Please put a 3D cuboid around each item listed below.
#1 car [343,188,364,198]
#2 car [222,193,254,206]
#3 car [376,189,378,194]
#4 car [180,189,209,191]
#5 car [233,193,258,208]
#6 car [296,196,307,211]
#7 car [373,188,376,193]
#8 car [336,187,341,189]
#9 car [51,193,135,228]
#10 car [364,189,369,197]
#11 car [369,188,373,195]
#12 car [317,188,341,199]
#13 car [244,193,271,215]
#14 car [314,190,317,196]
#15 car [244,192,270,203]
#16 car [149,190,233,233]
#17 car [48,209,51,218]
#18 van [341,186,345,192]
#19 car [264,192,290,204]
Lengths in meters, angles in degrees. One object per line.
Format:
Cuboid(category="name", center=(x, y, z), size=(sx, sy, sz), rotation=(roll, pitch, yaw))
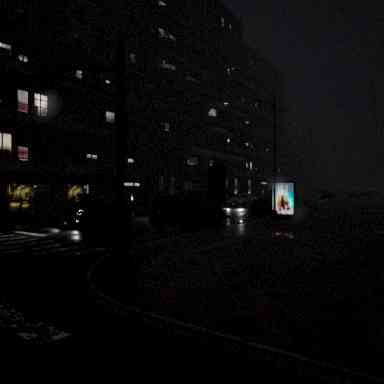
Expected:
Cuboid(category="car", center=(28.532, 0.309, 58.605), size=(1.887, 1.381, 4.507), rotation=(1, 2, 35))
Cuboid(category="car", center=(5.706, 0.829, 40.656), size=(2.008, 1.369, 4.403), rotation=(2, 2, 35))
Cuboid(category="car", center=(44.457, -0.220, 81.312), size=(2.008, 1.369, 4.403), rotation=(1, 2, 35))
Cuboid(category="car", center=(-0.103, 0.764, 27.880), size=(2.150, 2.045, 5.566), rotation=(0, 1, 36))
Cuboid(category="car", center=(5.546, 0.884, 35.919), size=(1.812, 1.442, 4.674), rotation=(0, 1, 35))
Cuboid(category="car", center=(9.419, 0.965, 31.357), size=(1.947, 1.339, 4.313), rotation=(1, 2, 35))
Cuboid(category="car", center=(38.087, -0.011, 72.230), size=(1.887, 1.381, 4.507), rotation=(1, 2, 35))
Cuboid(category="car", center=(34.368, -0.239, 81.517), size=(1.967, 1.590, 4.097), rotation=(2, 2, 35))
Cuboid(category="car", center=(-5.640, 1.075, 19.992), size=(2.097, 1.767, 4.553), rotation=(0, 1, 35))
Cuboid(category="car", center=(31.717, 0.098, 63.143), size=(1.967, 1.590, 4.097), rotation=(1, 2, 35))
Cuboid(category="car", center=(34.902, 0.096, 67.688), size=(1.887, 1.381, 4.507), rotation=(1, 2, 35))
Cuboid(category="car", center=(22.429, 0.492, 54.441), size=(1.895, 1.301, 4.718), rotation=(0, 1, 35))
Cuboid(category="car", center=(6.234, 1.069, 26.815), size=(1.947, 1.339, 4.313), rotation=(1, 2, 35))
Cuboid(category="car", center=(27.998, -0.024, 72.435), size=(1.967, 1.590, 4.097), rotation=(2, 2, 35))
Cuboid(category="car", center=(8.890, 0.754, 45.196), size=(1.802, 1.307, 4.206), rotation=(2, 2, 35))
Cuboid(category="car", center=(-0.135, 1.026, 17.726), size=(2.192, 1.841, 5.009), rotation=(1, 2, 35))
Cuboid(category="car", center=(-7.030, 1.010, 22.487), size=(2.192, 1.841, 5.009), rotation=(1, 2, 35))
Cuboid(category="van", center=(37.553, -0.446, 86.054), size=(1.690, 1.788, 3.998), rotation=(2, 2, 35))
Cuboid(category="car", center=(11.367, 0.731, 44.167), size=(1.994, 1.385, 4.181), rotation=(0, 1, 36))
